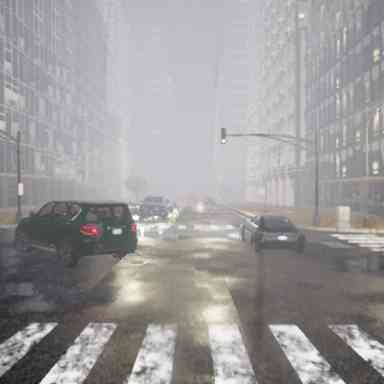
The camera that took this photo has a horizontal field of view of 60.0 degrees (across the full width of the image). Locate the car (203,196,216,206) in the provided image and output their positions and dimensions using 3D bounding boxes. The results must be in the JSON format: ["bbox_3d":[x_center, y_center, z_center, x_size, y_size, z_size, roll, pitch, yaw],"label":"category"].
[{"bbox_3d":[3.251,1.746,60.082,1.812,1.442,4.674,0,0,0],"label":"car"}]

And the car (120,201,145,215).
[{"bbox_3d":[-6.571,1.744,37.375,1.895,1.301,4.718,0,0,0],"label":"car"}]

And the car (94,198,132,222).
[{"bbox_3d":[-6.622,1.463,28.386,2.097,1.767,4.553,0,0,1],"label":"car"}]

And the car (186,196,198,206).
[{"bbox_3d":[0.001,1.577,61.655,2.097,1.767,4.553,0,0,0],"label":"car"}]

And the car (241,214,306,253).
[{"bbox_3d":[3.359,1.649,14.339,1.994,1.385,4.181,1,1,0],"label":"car"}]

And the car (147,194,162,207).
[{"bbox_3d":[-6.500,1.435,58.201,2.150,2.045,5.566,0,0,0],"label":"car"}]

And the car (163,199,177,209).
[{"bbox_3d":[-3.250,1.787,50.039,1.895,1.301,4.718,0,0,0],"label":"car"}]

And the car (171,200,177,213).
[{"bbox_3d":[-3.313,1.504,39.987,2.097,1.767,4.553,0,0,0],"label":"car"}]

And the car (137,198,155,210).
[{"bbox_3d":[-6.499,1.656,47.630,1.882,1.535,5.008,0,0,0],"label":"car"}]

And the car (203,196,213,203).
[{"bbox_3d":[3.251,1.561,70.083,1.882,1.535,5.008,0,0,0],"label":"car"}]

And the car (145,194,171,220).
[{"bbox_3d":[-3.362,1.339,30.176,2.150,2.045,5.566,0,0,-1],"label":"car"}]

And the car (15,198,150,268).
[{"bbox_3d":[-4.268,1.267,11.909,5.566,2.045,2.150,1,0,42],"label":"car"}]

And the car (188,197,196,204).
[{"bbox_3d":[0.000,1.779,71.333,1.812,1.442,4.674,0,0,0],"label":"car"}]
